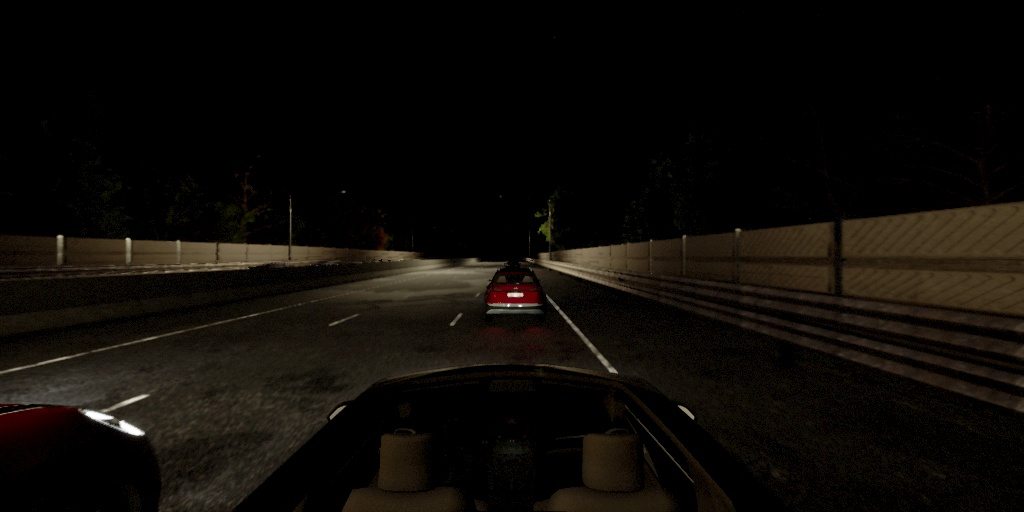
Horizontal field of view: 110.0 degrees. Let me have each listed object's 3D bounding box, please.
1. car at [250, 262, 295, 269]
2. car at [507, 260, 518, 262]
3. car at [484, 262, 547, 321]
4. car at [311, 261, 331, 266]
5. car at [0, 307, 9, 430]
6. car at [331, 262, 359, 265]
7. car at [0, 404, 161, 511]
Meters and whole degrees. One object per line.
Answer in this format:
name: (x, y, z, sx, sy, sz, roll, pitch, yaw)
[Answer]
car: (-24.552, 1.304, 36.945, 2.033, 1.411, 5.357, 0, 0, 0)
car: (0.094, 1.263, 42.878, 1.837, 1.490, 4.892, 0, 0, 0)
car: (0.097, 1.182, 12.531, 2.033, 1.649, 4.856, 0, 0, 0)
car: (-21.019, 1.305, 40.262, 2.033, 1.411, 5.357, 0, 0, 0)
car: (-6.903, 1.297, 1.519, 2.033, 1.411, 5.357, 0, 0, 0)
car: (-17.527, 1.358, 39.523, 1.895, 1.301, 4.718, 0, 0, 1)
car: (-3.401, 1.101, 0.482, 2.097, 1.767, 4.553, 0, 0, 0)
